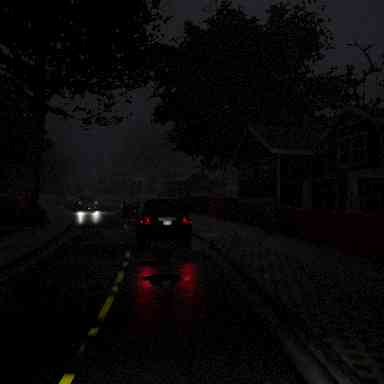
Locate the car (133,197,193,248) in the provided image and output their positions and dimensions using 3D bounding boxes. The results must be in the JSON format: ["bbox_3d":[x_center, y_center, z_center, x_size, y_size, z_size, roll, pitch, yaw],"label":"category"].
[{"bbox_3d":[-1.399,1.217,14.875,2.150,2.045,5.566,0,0,-11],"label":"car"}]

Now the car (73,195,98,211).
[{"bbox_3d":[-11.737,1.148,36.628,2.097,1.767,4.553,1,0,-27],"label":"car"}]

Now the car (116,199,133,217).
[{"bbox_3d":[-5.535,1.360,29.513,1.882,1.535,5.008,1,0,-21],"label":"car"}]
